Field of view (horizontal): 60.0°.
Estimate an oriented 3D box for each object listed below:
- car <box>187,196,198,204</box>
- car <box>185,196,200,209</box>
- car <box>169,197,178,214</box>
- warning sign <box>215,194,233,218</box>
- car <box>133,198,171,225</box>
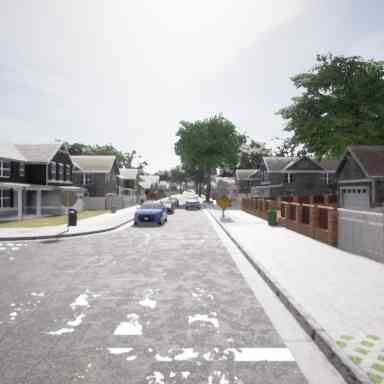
[{"bbox_3d":[0.093,1.442,64.854,2.033,1.411,5.357,0,0,0],"label":"car"},{"bbox_3d":[0.101,1.496,43.463,2.033,1.411,5.357,0,0,0],"label":"car"},{"bbox_3d":[-2.849,1.516,34.810,2.033,1.411,5.357,0,0,0],"label":"car"},{"bbox_3d":[2.520,1.098,26.291,1.300,1.860,1.060,0,0,0],"label":"warning sign"},{"bbox_3d":[-2.896,1.463,24.056,1.882,1.535,5.008,0,0,2],"label":"car"}]
